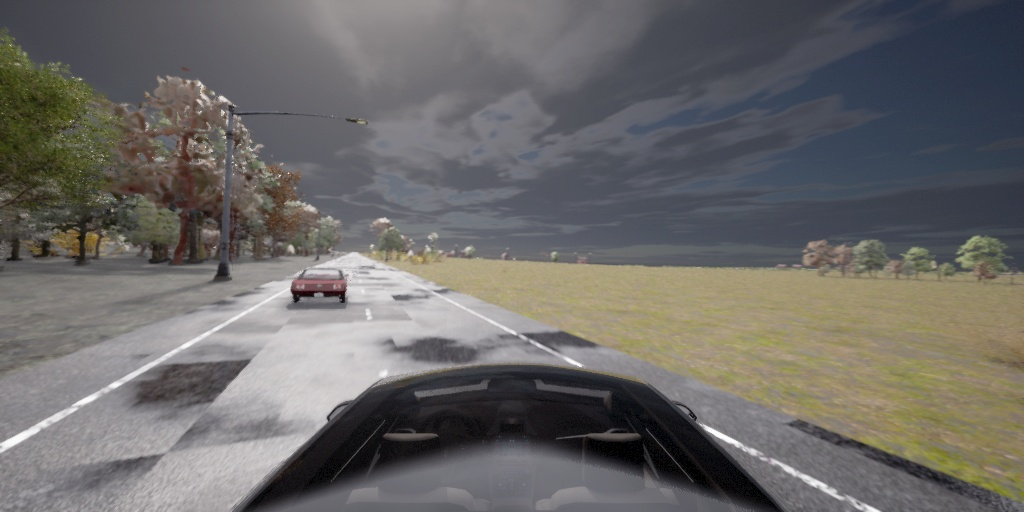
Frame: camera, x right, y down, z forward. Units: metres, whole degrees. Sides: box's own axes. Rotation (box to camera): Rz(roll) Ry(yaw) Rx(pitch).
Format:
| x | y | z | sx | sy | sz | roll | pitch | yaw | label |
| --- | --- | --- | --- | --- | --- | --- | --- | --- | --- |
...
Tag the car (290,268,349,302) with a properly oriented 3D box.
| x | y | z | sx | sy | sz | roll | pitch | yaw | label |
| --- | --- | --- | --- | --- | --- | --- | --- | --- | --- |
| -8.015 | 1.144 | 15.294 | 1.895 | 1.301 | 4.718 | 3 | -1 | -24 | car |
